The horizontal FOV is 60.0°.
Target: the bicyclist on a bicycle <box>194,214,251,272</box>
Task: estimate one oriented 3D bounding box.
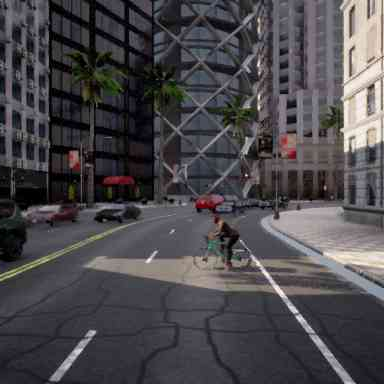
[{"bbox_3d":[0.850,1.450,9.476,1.656,1.620,0.582,-2,0,2],"label":"bicyclist on a bicycle"}]

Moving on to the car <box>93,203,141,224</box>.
[{"bbox_3d":[-5.499,1.548,25.419,2.033,1.411,5.357,0,0,11],"label":"car"}]

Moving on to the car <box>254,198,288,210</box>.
[{"bbox_3d":[10.588,1.547,43.221,2.033,1.411,5.357,0,0,41],"label":"car"}]

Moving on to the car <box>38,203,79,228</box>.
[{"bbox_3d":[-9.356,1.525,22.677,1.812,1.442,4.674,0,0,7],"label":"car"}]

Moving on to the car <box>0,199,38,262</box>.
[{"bbox_3d":[-6.798,1.225,9.213,2.150,2.045,5.566,0,0,2],"label":"car"}]

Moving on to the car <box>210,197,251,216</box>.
[{"bbox_3d":[3.880,1.548,32.456,2.033,1.411,5.357,0,0,23],"label":"car"}]

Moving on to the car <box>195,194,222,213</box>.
[{"bbox_3d":[2.322,1.221,37.130,2.150,2.045,5.566,0,0,27],"label":"car"}]

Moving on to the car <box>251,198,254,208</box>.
[{"bbox_3d":[7.974,1.547,45.684,2.033,1.411,5.357,0,0,42],"label":"car"}]
